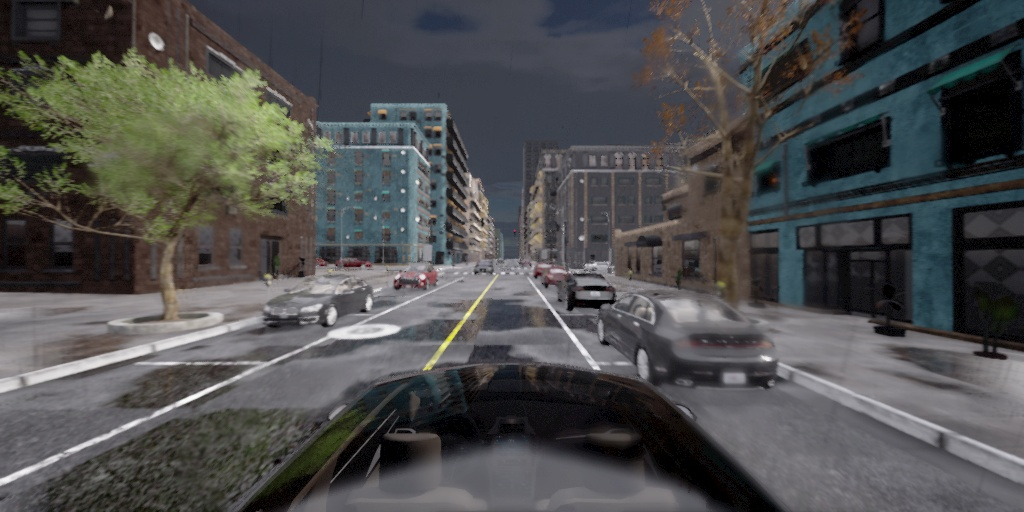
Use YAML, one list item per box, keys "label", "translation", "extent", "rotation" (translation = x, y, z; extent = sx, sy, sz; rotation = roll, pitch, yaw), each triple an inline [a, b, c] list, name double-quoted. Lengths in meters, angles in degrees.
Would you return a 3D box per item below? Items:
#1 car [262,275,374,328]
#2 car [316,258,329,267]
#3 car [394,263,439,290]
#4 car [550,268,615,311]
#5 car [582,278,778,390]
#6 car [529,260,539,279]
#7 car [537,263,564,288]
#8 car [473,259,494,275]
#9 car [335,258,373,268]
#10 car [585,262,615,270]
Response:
- label: "car"
  translation: [-5.815, 1.302, 11.314]
  extent: [2.007, 1.370, 4.403]
  rotation: [0, 0, 0]
- label: "car"
  translation: [-25.705, 0.819, 45.569]
  extent: [4.507, 1.381, 1.888]
  rotation: [0, 0, -1]
- label: "car"
  translation: [-5.825, 1.193, 22.133]
  extent: [1.967, 1.591, 4.097]
  rotation: [0, 0, 0]
- label: "car"
  translation: [2.818, 1.317, 14.235]
  extent: [1.948, 1.339, 4.313]
  rotation: [0, 0, 0]
- label: "car"
  translation: [2.791, 1.301, 6.690]
  extent: [2.007, 1.370, 4.403]
  rotation: [0, 0, 0]
- label: "car"
  translation: [2.811, 1.302, 32.238]
  extent: [1.888, 1.381, 4.507]
  rotation: [0, 0, 0]
- label: "car"
  translation: [2.815, 1.336, 23.236]
  extent: [1.802, 1.307, 4.207]
  rotation: [0, 0, 0]
- label: "car"
  translation: [-3.014, 1.320, 39.107]
  extent: [1.994, 1.385, 4.181]
  rotation: [0, 0, 0]
- label: "car"
  translation: [-20.023, 0.925, 45.548]
  extent: [4.507, 1.381, 1.888]
  rotation: [0, 0, -1]
- label: "car"
  translation: [12.315, 1.538, 48.630]
  extent: [4.674, 1.442, 1.812]
  rotation: [1, -1, -1]
